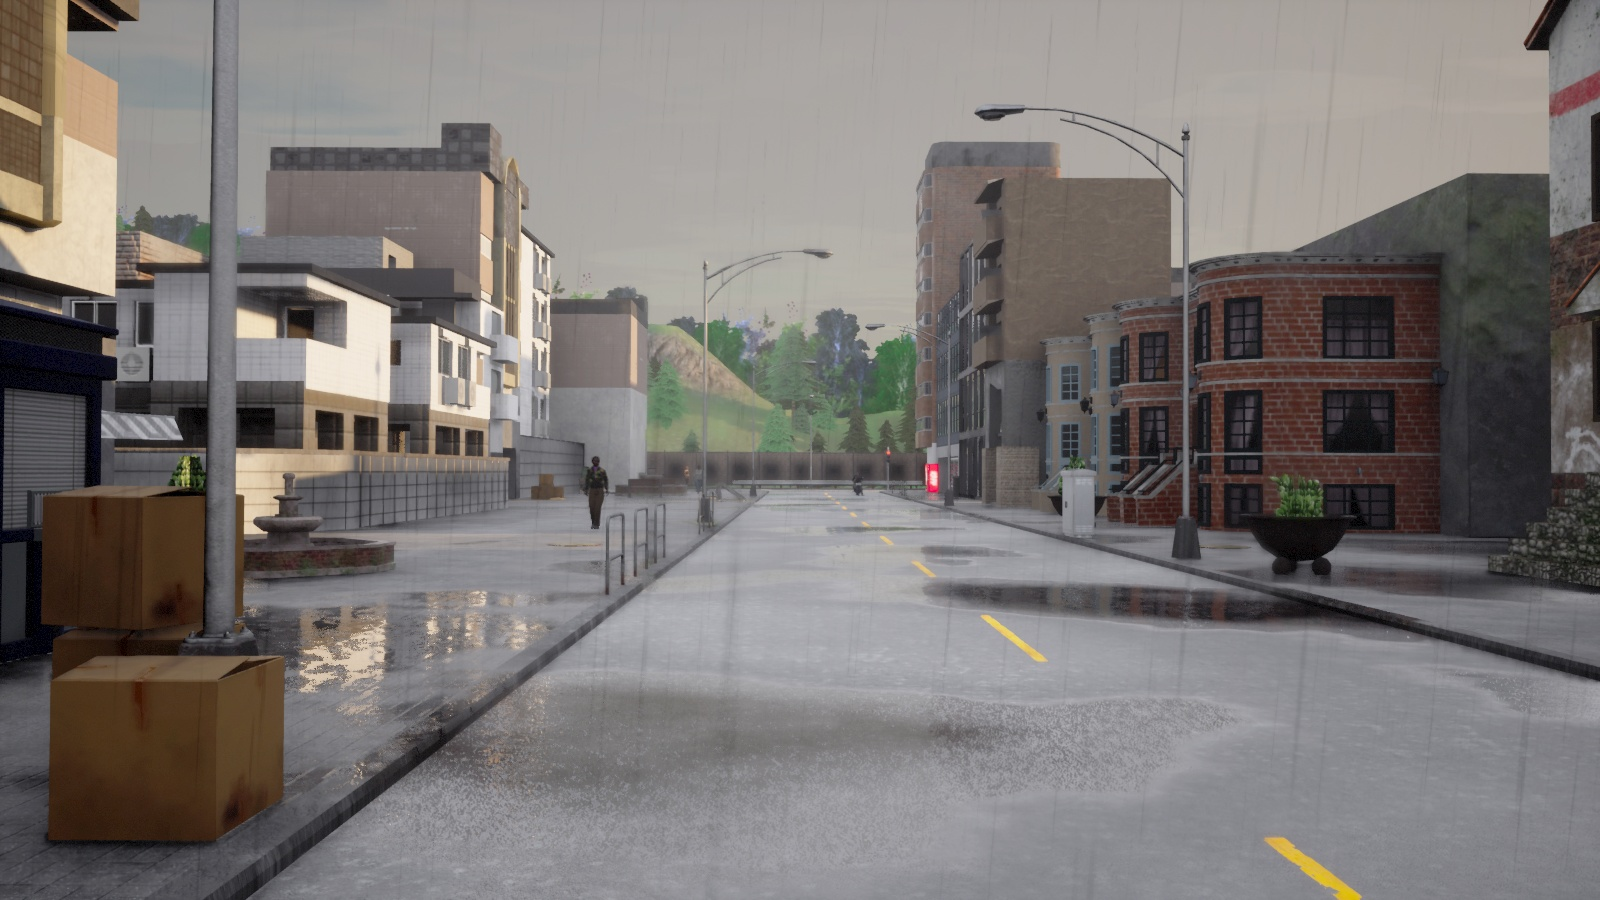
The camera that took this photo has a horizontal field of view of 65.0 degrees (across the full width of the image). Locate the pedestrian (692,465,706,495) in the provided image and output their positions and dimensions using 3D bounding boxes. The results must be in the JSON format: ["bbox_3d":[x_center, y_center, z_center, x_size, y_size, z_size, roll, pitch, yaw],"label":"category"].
[{"bbox_3d":[-6.372,1.875,79.100,0.874,1.855,0.900,0,-1,-6],"label":"pedestrian"}]
